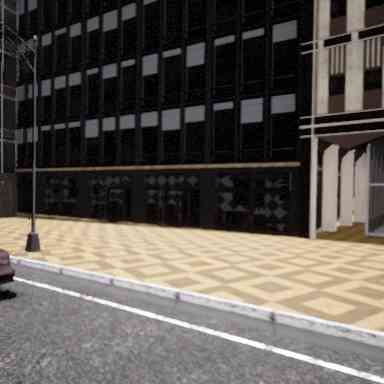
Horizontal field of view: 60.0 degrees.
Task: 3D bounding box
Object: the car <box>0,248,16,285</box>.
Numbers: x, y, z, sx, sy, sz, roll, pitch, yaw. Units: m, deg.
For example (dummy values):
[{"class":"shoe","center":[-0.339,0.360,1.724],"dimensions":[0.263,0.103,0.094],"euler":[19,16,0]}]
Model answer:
[{"class":"car","center":[-6.387,1.526,7.881],"dimensions":[5.357,1.411,2.033],"euler":[0,0,33]}]
